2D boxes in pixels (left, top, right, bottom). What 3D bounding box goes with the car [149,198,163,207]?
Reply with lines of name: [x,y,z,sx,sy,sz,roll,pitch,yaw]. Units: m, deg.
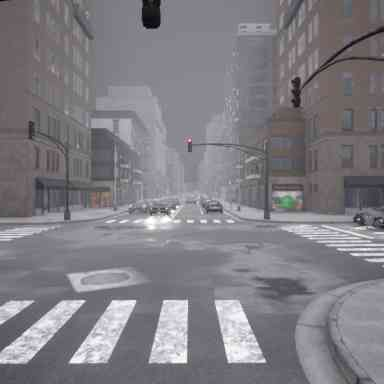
car: [-5.627,1.653,52.727,1.802,1.307,4.206,0,0,0]

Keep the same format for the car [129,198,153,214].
car: [-5.660,1.480,36.195,1.967,1.590,4.097,0,0,0]

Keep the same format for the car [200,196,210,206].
car: [2.387,1.641,47.201,1.802,1.307,4.206,0,0,0]

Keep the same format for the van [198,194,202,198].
van: [2.409,1.424,58.222,1.690,1.788,3.998,0,0,0]

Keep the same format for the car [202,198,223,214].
car: [2.365,1.606,36.178,1.947,1.339,4.313,0,0,0]

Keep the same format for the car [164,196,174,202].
car: [-5.572,1.694,80.281,2.008,1.369,4.403,0,0,0]

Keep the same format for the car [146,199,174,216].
car: [-3.128,1.637,33.558,1.895,1.301,4.718,0,0,0]

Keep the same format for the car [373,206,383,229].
car: [12.876,1.494,17.432,5.357,1.411,2.033,0,0,0]

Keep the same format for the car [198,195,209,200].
car: [2.398,1.637,52.711,1.947,1.339,4.313,0,0,0]

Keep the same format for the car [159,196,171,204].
car: [-5.594,1.552,69.260,1.967,1.590,4.097,0,0,0]

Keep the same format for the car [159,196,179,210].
car: [-3.104,1.617,43.536,1.994,1.385,4.181,0,0,1]

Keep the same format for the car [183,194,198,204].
car: [-0.217,1.661,63.746,1.994,1.385,4.181,0,0,0]

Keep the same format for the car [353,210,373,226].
car: [12.361,1.519,20.683,4.181,1.385,1.994,0,0,0]

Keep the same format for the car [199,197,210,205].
car: [2.420,1.647,63.733,2.008,1.369,4.403,0,0,0]

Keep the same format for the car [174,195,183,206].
car: [-3.065,1.642,55.870,1.994,1.385,4.181,0,0,1]

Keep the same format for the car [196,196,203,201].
car: [2.063,1.698,90.147,1.812,1.442,4.674,0,0,0]

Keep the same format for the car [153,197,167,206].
car: [-5.616,1.634,58.238,2.008,1.369,4.403,0,0,0]
